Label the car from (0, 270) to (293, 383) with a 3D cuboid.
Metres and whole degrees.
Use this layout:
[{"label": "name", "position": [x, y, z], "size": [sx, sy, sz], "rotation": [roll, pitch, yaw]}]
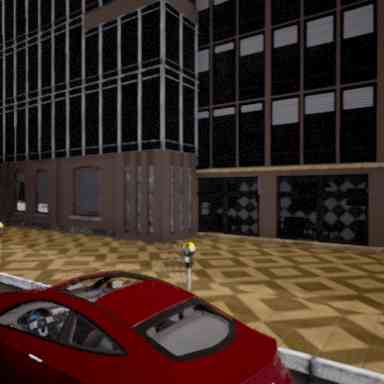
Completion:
[{"label": "car", "position": [-1.092, 1.554, 3.596], "size": [4.206, 1.307, 1.802], "rotation": [0, 0, 34]}]
